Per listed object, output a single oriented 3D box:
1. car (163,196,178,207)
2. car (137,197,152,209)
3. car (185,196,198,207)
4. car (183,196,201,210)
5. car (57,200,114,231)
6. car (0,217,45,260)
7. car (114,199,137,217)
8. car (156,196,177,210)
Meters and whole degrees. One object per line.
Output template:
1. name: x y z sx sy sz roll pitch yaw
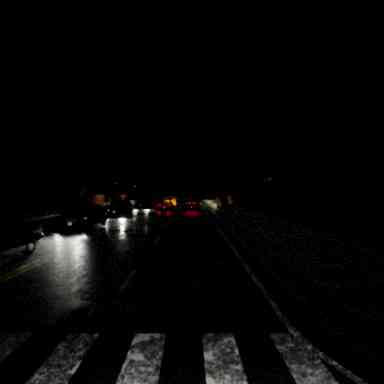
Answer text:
1. car: -3.265 1.425 51.210 1.882 1.535 5.008 0 0 0
2. car: -6.531 1.446 44.659 1.837 1.490 4.892 0 -1 0
3. car: -0.016 1.428 51.211 1.882 1.535 5.008 0 0 0
4. car: -0.010 1.451 40.790 1.837 1.490 4.892 0 0 0
5. car: -6.602 1.452 20.451 2.128 1.511 4.902 0 0 0
6. car: -6.593 1.525 10.553 2.033 1.411 5.357 0 0 0
7. car: -6.602 1.451 30.621 1.837 1.490 4.892 0 0 0
8. car: -3.261 1.543 41.236 1.895 1.301 4.718 0 0 0
